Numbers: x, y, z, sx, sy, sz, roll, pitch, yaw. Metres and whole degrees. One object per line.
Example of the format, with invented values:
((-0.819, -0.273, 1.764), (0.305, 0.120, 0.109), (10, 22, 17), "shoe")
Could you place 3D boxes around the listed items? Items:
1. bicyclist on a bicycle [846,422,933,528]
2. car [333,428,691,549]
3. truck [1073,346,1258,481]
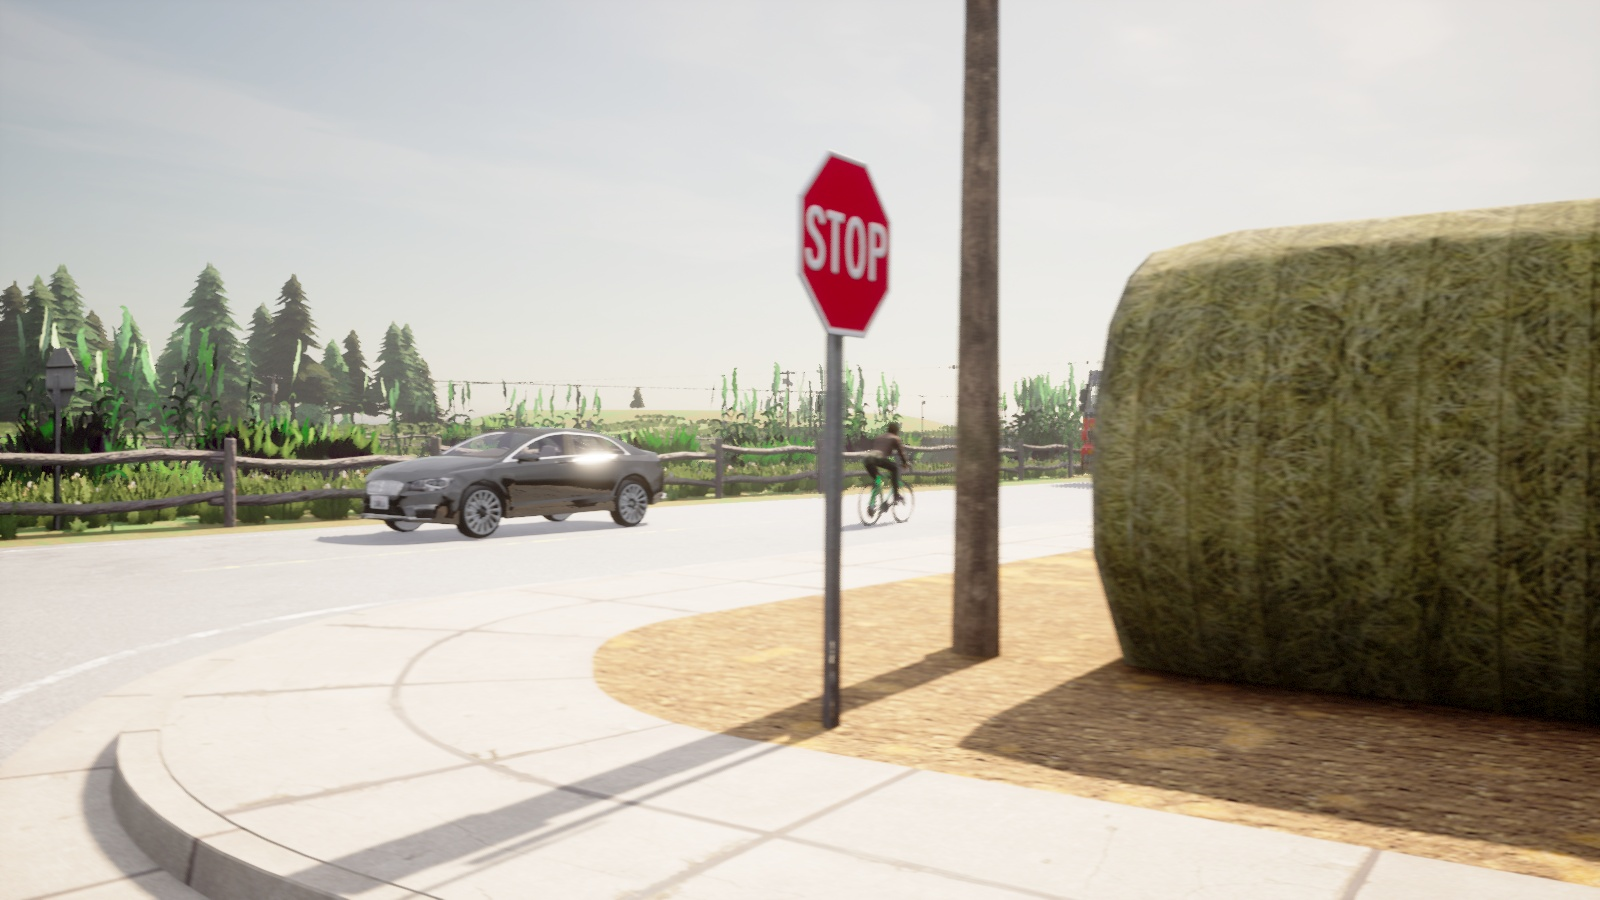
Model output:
((1.442, 0.372, 20.016), (0.582, 1.620, 1.656), (0, 1, 36), "bicyclist on a bicycle")
((-4.045, 0.450, 18.470), (2.128, 1.511, 4.902), (0, 1, 36), "car")
((11.825, -1.110, 40.005), (2.891, 3.827, 8.468), (0, 1, 36), "truck")
